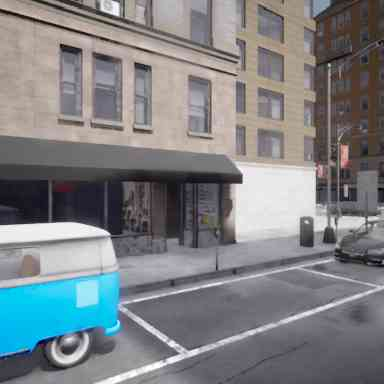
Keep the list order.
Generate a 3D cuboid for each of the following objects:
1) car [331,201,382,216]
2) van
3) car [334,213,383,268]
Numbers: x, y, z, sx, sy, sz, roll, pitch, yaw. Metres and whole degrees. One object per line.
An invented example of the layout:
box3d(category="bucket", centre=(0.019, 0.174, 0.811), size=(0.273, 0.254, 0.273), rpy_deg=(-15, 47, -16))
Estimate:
box3d(category="car", centre=(14.620, 1.519, 29.900), size=(1.994, 1.385, 4.181), rpy_deg=(0, 0, -36))
box3d(category="van", centre=(-2.905, 1.341, 4.118), size=(3.998, 1.788, 1.690), rpy_deg=(0, 0, -35))
box3d(category="car", centre=(6.320, 1.561, 10.685), size=(4.403, 1.369, 2.008), rpy_deg=(0, 0, -35))
